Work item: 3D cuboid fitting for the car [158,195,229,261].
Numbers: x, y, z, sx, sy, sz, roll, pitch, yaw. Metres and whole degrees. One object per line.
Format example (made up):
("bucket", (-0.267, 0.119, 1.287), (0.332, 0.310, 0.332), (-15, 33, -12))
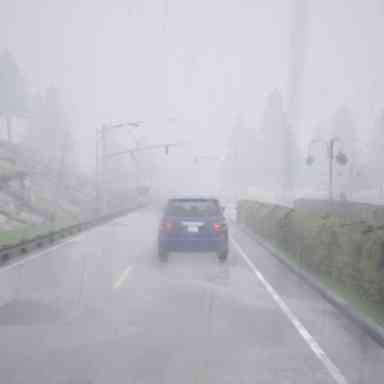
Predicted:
("car", (0.053, 1.109, 11.967), (2.150, 2.045, 5.566), (0, 1, 0))
